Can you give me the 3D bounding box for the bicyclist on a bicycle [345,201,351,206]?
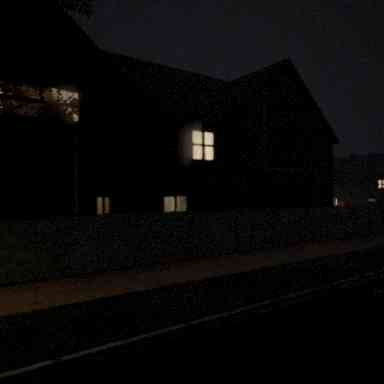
[{"bbox_3d":[17.131,1.801,36.554,1.656,1.620,0.582,-1,-1,-36],"label":"bicyclist on a bicycle"}]
